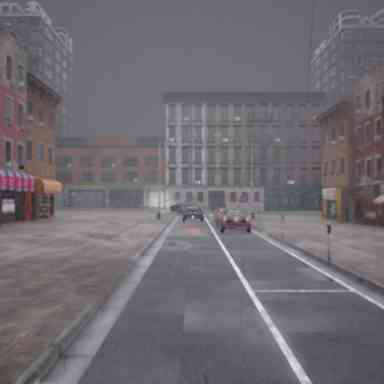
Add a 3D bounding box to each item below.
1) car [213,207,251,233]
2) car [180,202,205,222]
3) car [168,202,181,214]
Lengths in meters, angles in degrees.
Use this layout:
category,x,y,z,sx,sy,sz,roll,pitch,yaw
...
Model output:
category,x,y,z,sx,sy,sz,roll,pitch,yaw
car,2.650,1.718,21.790,1.967,1.590,4.097,0,-1,0
car,0.095,1.894,30.398,1.837,1.490,4.892,0,-1,0
car,-1.551,2.028,42.991,2.128,1.511,4.902,2,-1,-23
